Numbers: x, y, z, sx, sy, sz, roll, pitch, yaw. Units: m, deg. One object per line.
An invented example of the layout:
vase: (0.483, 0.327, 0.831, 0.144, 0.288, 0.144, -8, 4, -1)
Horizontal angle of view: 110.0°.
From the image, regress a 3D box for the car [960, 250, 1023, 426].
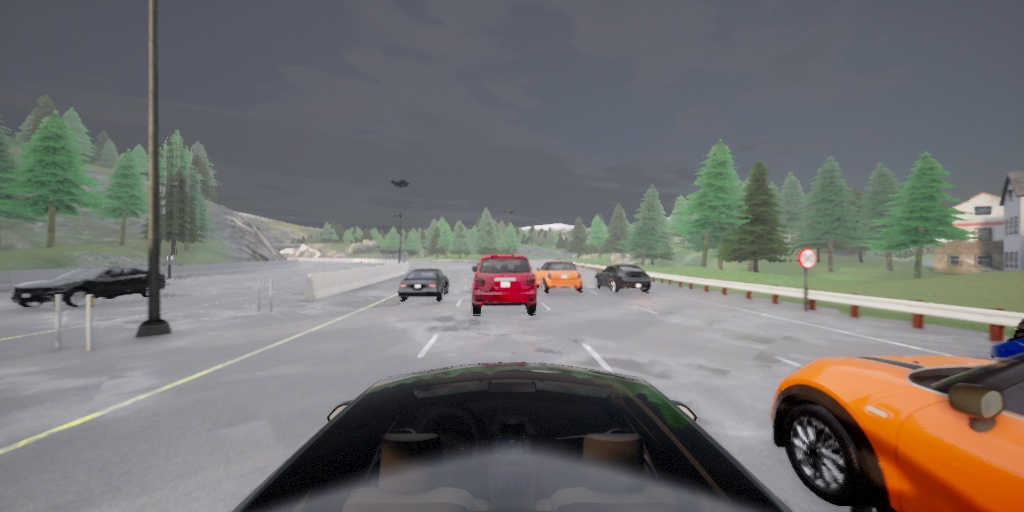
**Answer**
car: (7.039, 0.953, 1.981, 2.150, 2.045, 5.566, 0, 0, 0)

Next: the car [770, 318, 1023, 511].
car: (3.513, 1.092, 1.533, 2.097, 1.767, 4.553, 0, 0, 0)

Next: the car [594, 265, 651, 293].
car: (6.123, 1.229, 20.345, 1.837, 1.490, 4.892, 0, 0, -5)

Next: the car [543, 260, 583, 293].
car: (2.553, 1.086, 20.871, 2.097, 1.767, 4.553, 0, 0, -5)

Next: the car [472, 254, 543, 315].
car: (-0.355, 0.967, 13.673, 2.150, 2.045, 5.566, 0, 0, -3)

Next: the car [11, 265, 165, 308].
car: (-18.070, 1.190, 15.678, 1.882, 1.535, 5.008, 0, 0, -5)

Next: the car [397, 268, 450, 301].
car: (-4.116, 1.301, 17.347, 2.033, 1.411, 5.357, 0, 0, -5)
